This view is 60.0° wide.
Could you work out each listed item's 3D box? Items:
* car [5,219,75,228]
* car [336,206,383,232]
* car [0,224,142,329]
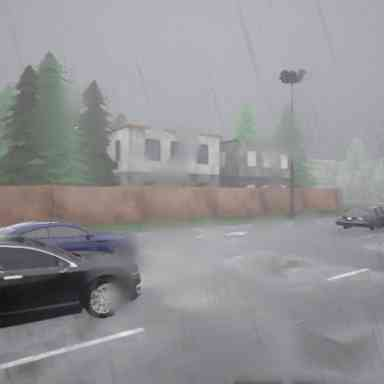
[{"bbox_3d":[-3.836,1.523,9.591,4.674,1.442,1.812,0,0,-35],"label":"car"},{"bbox_3d":[10.872,1.526,20.095,5.357,1.411,2.033,0,0,-35],"label":"car"},{"bbox_3d":[-3.247,1.504,5.727,4.892,1.490,1.837,0,0,-35],"label":"car"}]
